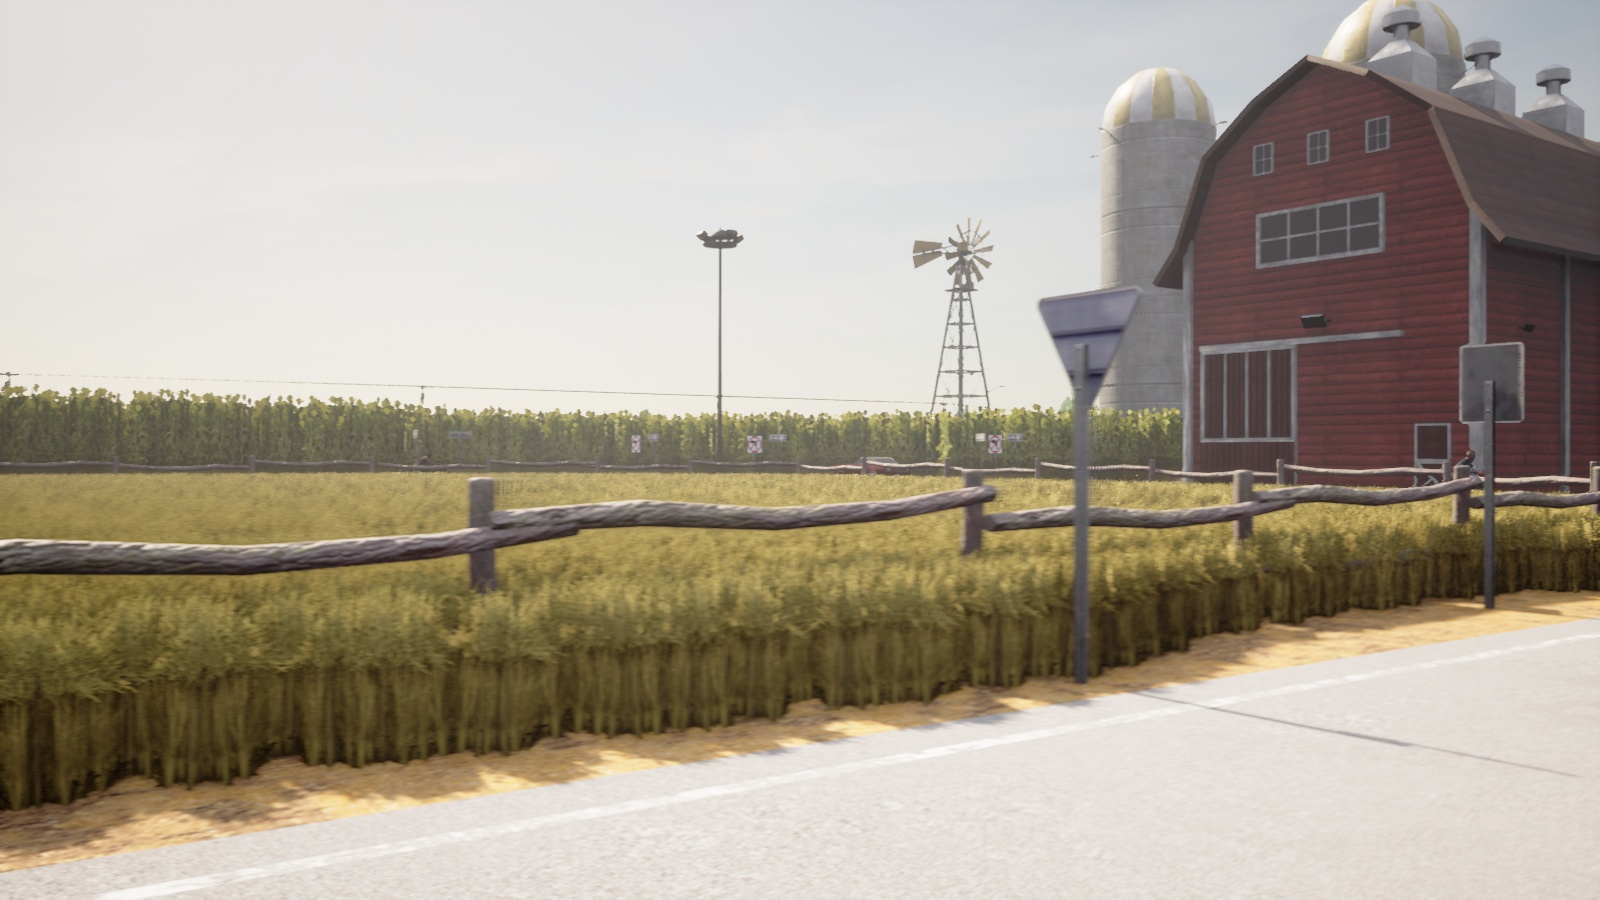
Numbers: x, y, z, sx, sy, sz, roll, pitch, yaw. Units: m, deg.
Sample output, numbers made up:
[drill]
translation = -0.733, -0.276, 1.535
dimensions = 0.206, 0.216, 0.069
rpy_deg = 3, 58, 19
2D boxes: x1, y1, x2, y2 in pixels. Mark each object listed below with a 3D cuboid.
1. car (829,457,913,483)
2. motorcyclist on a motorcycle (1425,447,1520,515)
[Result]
[car]
translation = 3.656, 0.999, 65.705
dimensions = 1.895, 1.301, 4.718
rpy_deg = 0, 0, -34
[motorcyclist on a motorcycle]
translation = 16.355, 0.739, 30.571
dimensions = 0.866, 1.590, 1.817
rpy_deg = 0, 0, -38
